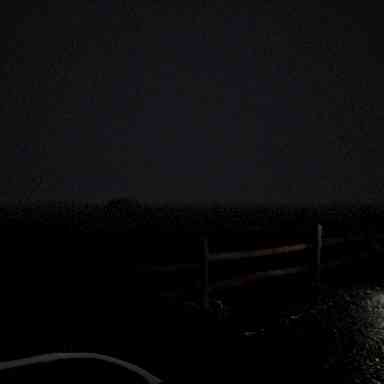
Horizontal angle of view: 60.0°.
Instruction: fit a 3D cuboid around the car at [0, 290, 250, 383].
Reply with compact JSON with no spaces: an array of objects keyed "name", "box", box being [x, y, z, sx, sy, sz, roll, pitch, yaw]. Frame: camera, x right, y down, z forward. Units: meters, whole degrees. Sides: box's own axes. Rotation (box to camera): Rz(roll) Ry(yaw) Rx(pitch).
[{"name":"car","box":[-1.813,1.493,1.768,4.902,1.511,2.128,0,0,-36]}]
